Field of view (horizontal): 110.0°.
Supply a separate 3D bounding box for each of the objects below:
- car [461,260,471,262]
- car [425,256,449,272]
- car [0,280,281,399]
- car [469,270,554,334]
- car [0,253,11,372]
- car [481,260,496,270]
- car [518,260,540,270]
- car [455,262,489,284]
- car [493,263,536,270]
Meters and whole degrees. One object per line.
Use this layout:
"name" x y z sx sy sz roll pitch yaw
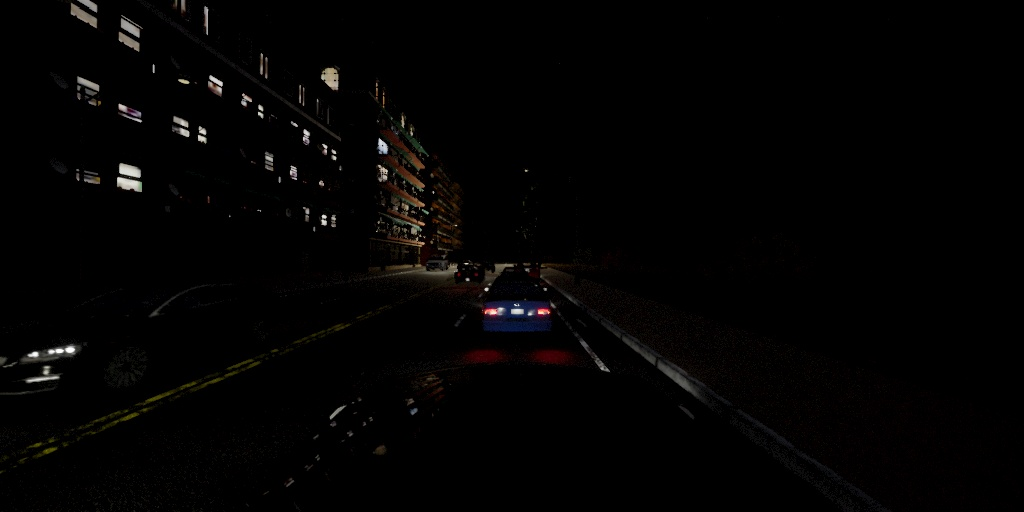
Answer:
"car" -6.509 1.300 49.965 2.033 1.411 5.357 0 0 0
"car" -9.763 0.974 47.128 2.150 2.045 5.566 0 0 0
"car" -6.592 1.242 6.783 2.128 1.511 4.902 0 0 0
"car" 0.117 1.299 10.583 2.033 1.411 5.357 0 0 0
"car" -9.849 0.972 3.490 2.150 2.045 5.566 0 0 0
"car" -3.070 1.231 44.305 1.882 1.535 5.008 0 0 0
"car" 1.189 1.105 29.851 2.097 1.767 4.553 0 0 0
"car" -3.103 1.354 27.405 1.895 1.301 4.718 0 0 0
"car" 0.129 1.317 20.916 1.994 1.385 4.181 0 0 1
